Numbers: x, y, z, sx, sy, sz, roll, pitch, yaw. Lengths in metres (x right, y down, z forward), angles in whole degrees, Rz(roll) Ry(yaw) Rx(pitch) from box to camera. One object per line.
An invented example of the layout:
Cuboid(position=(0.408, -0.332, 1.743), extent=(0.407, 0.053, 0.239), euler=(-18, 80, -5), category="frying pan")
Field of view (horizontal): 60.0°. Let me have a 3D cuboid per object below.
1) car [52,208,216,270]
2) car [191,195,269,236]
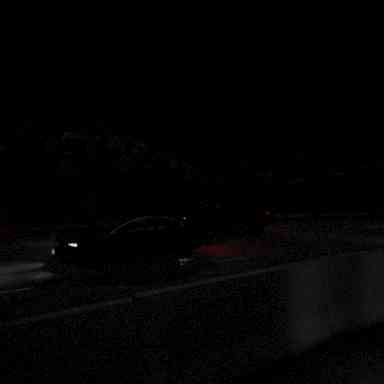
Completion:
Cuboid(position=(-1.901, 1.462, 10.892), extent=(4.902, 1.511, 2.128), euler=(0, 0, -32), category="car")
Cuboid(position=(1.374, 1.188, 16.997), extent=(5.566, 2.045, 2.150), euler=(0, 0, -29), category="car")
